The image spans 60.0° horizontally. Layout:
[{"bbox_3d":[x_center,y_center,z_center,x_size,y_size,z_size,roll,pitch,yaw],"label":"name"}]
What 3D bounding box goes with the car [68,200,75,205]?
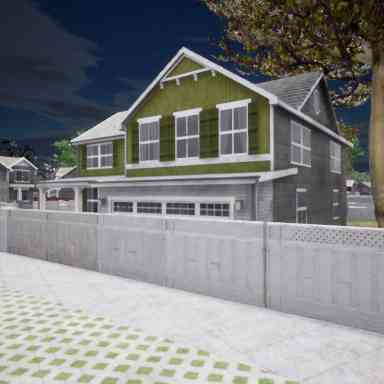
[{"bbox_3d":[-13.446,1.660,39.243,2.033,1.411,5.357,0,0,19],"label":"car"}]
